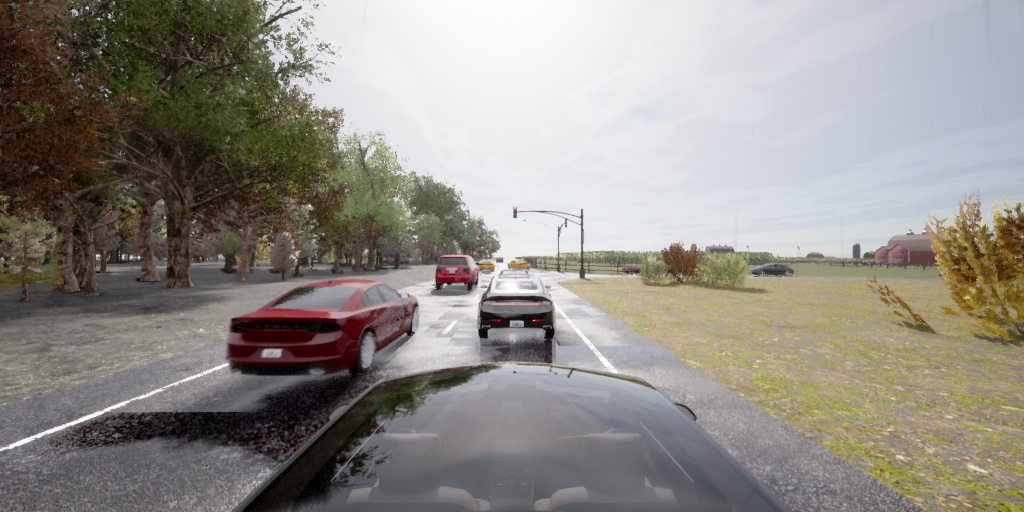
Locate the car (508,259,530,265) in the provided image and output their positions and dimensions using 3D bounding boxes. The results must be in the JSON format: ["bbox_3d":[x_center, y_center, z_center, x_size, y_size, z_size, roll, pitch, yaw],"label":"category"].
[{"bbox_3d":[0.890,1.232,50.622,1.882,1.535,5.008,-1,0,-20],"label":"car"}]

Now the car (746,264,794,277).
[{"bbox_3d":[29.873,1.637,41.601,4.892,1.490,1.837,1,-1,0],"label":"car"}]

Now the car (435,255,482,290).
[{"bbox_3d":[-3.382,0.976,22.836,2.150,2.045,5.566,0,0,0],"label":"car"}]

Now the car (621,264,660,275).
[{"bbox_3d":[15.250,1.576,41.795,4.718,1.301,1.895,1,-1,2],"label":"car"}]

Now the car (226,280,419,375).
[{"bbox_3d":[-3.393,1.229,7.546,1.882,1.535,5.008,0,0,0],"label":"car"}]

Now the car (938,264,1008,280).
[{"bbox_3d":[48.625,1.825,37.888,5.357,1.411,2.033,1,-1,1],"label":"car"}]

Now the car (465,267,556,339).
[{"bbox_3d":[0.110,1.244,10.113,2.128,1.511,4.902,0,0,0],"label":"car"}]

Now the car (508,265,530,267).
[{"bbox_3d":[0.119,1.355,19.235,1.895,1.301,4.718,0,0,0],"label":"car"}]

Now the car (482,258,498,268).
[{"bbox_3d":[-3.354,1.234,48.915,1.882,1.535,5.008,0,0,0],"label":"car"}]
